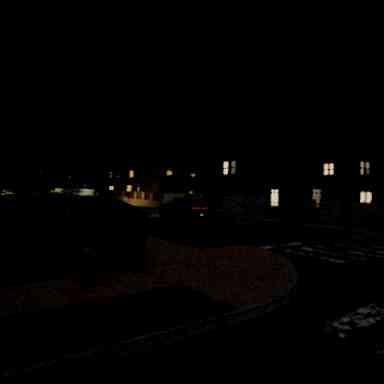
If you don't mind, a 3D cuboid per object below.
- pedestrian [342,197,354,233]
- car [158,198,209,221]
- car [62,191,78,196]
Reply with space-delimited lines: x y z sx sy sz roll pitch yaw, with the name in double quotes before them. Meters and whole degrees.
"pedestrian" 7.957 1.152 17.065 0.375 1.860 0.375 3 -2 -35
"car" -0.718 1.204 24.118 1.837 1.490 4.892 2 0 -35
"car" -18.191 0.603 48.749 1.994 1.385 4.181 2 0 -35
